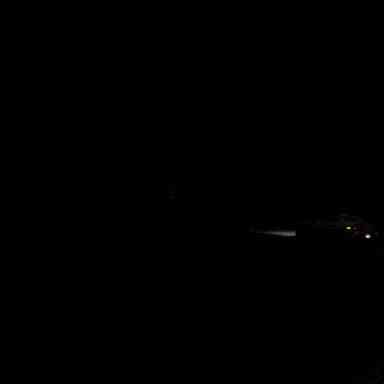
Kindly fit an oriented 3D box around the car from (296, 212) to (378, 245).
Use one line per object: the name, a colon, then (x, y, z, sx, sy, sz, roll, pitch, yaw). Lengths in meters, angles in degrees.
car: (7.192, 1.754, 16.940, 1.812, 1.442, 4.674, 1, -1, -15)
